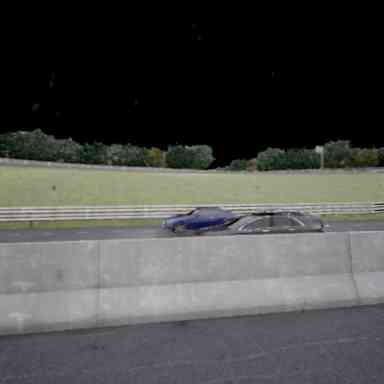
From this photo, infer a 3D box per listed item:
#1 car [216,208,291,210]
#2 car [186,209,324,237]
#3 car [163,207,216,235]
[{"bbox_3d":[3.946,1.538,16.194,4.902,1.511,2.128,0,0,-12],"label":"car"},{"bbox_3d":[2.438,1.545,12.314,4.892,1.490,1.837,0,0,-12],"label":"car"},{"bbox_3d":[0.660,1.606,19.083,4.674,1.442,1.812,0,0,-12],"label":"car"}]
